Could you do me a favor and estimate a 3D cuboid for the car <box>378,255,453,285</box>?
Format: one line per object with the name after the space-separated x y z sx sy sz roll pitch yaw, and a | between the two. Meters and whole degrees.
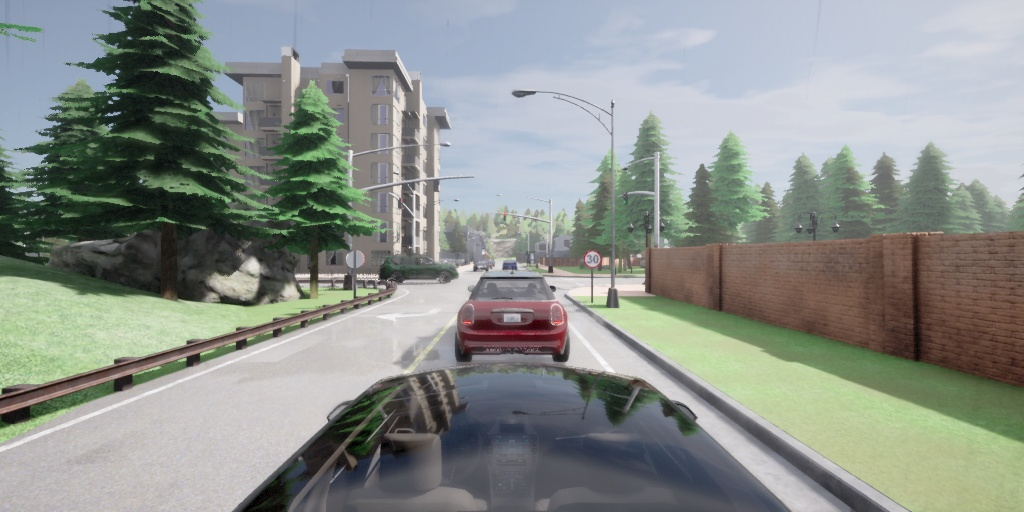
-6.693 0.979 25.885 5.566 2.045 2.150 0 1 -14 | car

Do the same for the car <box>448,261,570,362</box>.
0.005 1.102 8.373 2.097 1.767 4.553 0 0 0 | car

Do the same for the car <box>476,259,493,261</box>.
-3.983 1.241 46.694 2.128 1.511 4.902 0 0 -1 | car
